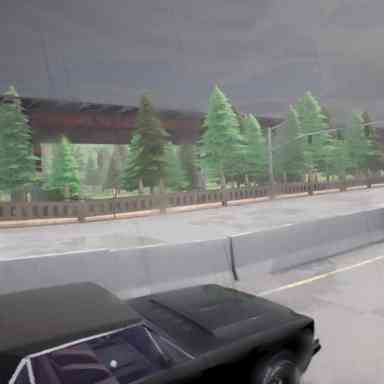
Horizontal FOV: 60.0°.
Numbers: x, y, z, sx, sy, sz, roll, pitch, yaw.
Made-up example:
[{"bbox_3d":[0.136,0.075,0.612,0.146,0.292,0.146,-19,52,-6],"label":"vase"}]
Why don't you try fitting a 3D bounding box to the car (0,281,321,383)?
[{"bbox_3d":[-0.893,1.597,3.112,4.718,1.301,1.895,-1,0,-36],"label":"car"}]
